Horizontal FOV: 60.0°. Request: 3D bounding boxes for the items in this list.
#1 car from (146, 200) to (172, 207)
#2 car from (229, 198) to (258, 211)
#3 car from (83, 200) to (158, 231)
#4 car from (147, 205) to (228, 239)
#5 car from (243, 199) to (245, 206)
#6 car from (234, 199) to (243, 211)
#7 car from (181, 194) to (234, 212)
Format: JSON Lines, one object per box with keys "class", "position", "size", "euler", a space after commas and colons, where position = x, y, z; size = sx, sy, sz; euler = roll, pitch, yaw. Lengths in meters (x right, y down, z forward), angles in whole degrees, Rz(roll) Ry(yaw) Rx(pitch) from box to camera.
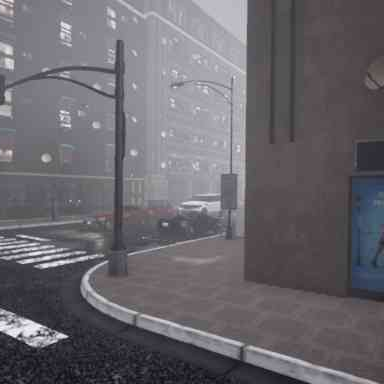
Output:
{"class": "car", "position": [-3.322, 1.359, 26.830], "size": [1.967, 1.590, 4.097], "euler": [1, 1, 35]}
{"class": "car", "position": [6.302, 1.480, 40.556], "size": [1.802, 1.307, 4.206], "euler": [1, 1, 35]}
{"class": "car", "position": [-4.530, 1.484, 20.820], "size": [1.812, 1.442, 4.674], "euler": [1, 1, 35]}
{"class": "car", "position": [-0.081, 1.597, 17.732], "size": [1.947, 1.339, 4.313], "euler": [1, 1, 35]}
{"class": "car", "position": [7.017, 1.286, 37.261], "size": [2.097, 1.767, 4.553], "euler": [1, 1, 35]}
{"class": "car", "position": [3.096, 1.220, 35.979], "size": [2.192, 1.841, 5.009], "euler": [1, 1, 35]}
{"class": "car", "position": [1.144, 1.168, 28.904], "size": [2.150, 2.045, 5.566], "euler": [1, 1, 35]}
